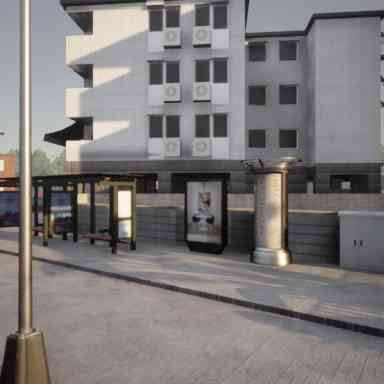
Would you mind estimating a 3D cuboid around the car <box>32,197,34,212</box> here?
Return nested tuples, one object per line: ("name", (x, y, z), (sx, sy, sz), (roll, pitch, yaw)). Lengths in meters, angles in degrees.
("car", (-16.839, 1.351, 34.225), (2.097, 1.767, 4.553), (0, 0, 36))
